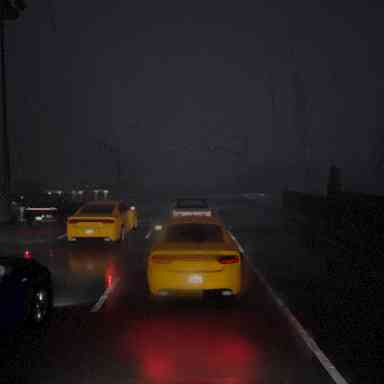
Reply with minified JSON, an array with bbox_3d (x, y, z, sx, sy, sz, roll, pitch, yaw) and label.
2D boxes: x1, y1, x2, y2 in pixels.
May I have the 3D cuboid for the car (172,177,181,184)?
[{"bbox_3d":[-4.158,-2.871,86.078,1.882,1.535,5.008,0,3,0],"label":"car"}]

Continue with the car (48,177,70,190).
[{"bbox_3d":[-21.492,-1.405,54.404,2.150,2.045,5.566,0,4,0],"label":"car"}]

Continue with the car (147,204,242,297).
[{"bbox_3d":[0.044,1.316,8.395,1.882,1.535,5.008,0,2,0],"label":"car"}]

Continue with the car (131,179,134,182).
[{"bbox_3d":[-14.630,-2.547,82.462,1.895,1.301,4.718,0,3,0],"label":"car"}]

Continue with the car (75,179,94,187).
[{"bbox_3d":[-21.508,-1.768,66.798,2.128,1.511,4.902,0,3,0],"label":"car"}]

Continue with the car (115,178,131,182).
[{"bbox_3d":[-14.519,-1.890,68.221,1.882,1.535,5.008,0,3,0],"label":"car"}]

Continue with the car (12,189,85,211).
[{"bbox_3d":[-7.024,0.865,17.628,2.128,1.511,4.902,0,3,0],"label":"car"}]

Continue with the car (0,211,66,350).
[{"bbox_3d":[-3.427,1.313,3.887,2.097,1.767,4.553,0,1,0],"label":"car"}]

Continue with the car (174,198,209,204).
[{"bbox_3d":[-0.023,0.973,17.763,1.895,1.301,4.718,0,3,0],"label":"car"}]

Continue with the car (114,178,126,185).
[{"bbox_3d":[-18.142,-2.707,84.090,2.128,1.511,4.902,0,3,0],"label":"car"}]

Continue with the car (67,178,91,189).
[{"bbox_3d":[-17.992,-1.115,54.163,2.128,1.511,4.902,0,3,0],"label":"car"}]

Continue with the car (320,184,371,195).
[{"bbox_3d":[17.667,-0.216,37.782,4.902,1.511,2.128,0,3,2],"label":"car"}]

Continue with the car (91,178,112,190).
[{"bbox_3d":[-14.472,-1.120,54.497,1.837,1.490,4.892,0,4,-1],"label":"car"}]

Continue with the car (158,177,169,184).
[{"bbox_3d":[-7.657,-2.821,86.054,2.128,1.511,4.902,0,3,0],"label":"car"}]

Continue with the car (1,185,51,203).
[{"bbox_3d":[-14.312,0.376,28.724,1.895,1.301,4.718,0,3,0],"label":"car"}]

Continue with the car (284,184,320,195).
[{"bbox_3d":[13.808,-0.305,41.407,4.718,1.301,1.895,0,3,2],"label":"car"}]

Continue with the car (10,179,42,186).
[{"bbox_3d":[-17.863,-0.361,35.296,2.150,2.045,5.566,0,3,0],"label":"car"}]

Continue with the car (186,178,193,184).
[{"bbox_3d":[-0.661,-2.835,86.568,2.128,1.511,4.902,0,3,0],"label":"car"}]

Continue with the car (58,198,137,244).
[{"bbox_3d":[-3.495,1.061,13.717,1.882,1.535,5.008,0,3,0],"label":"car"}]
